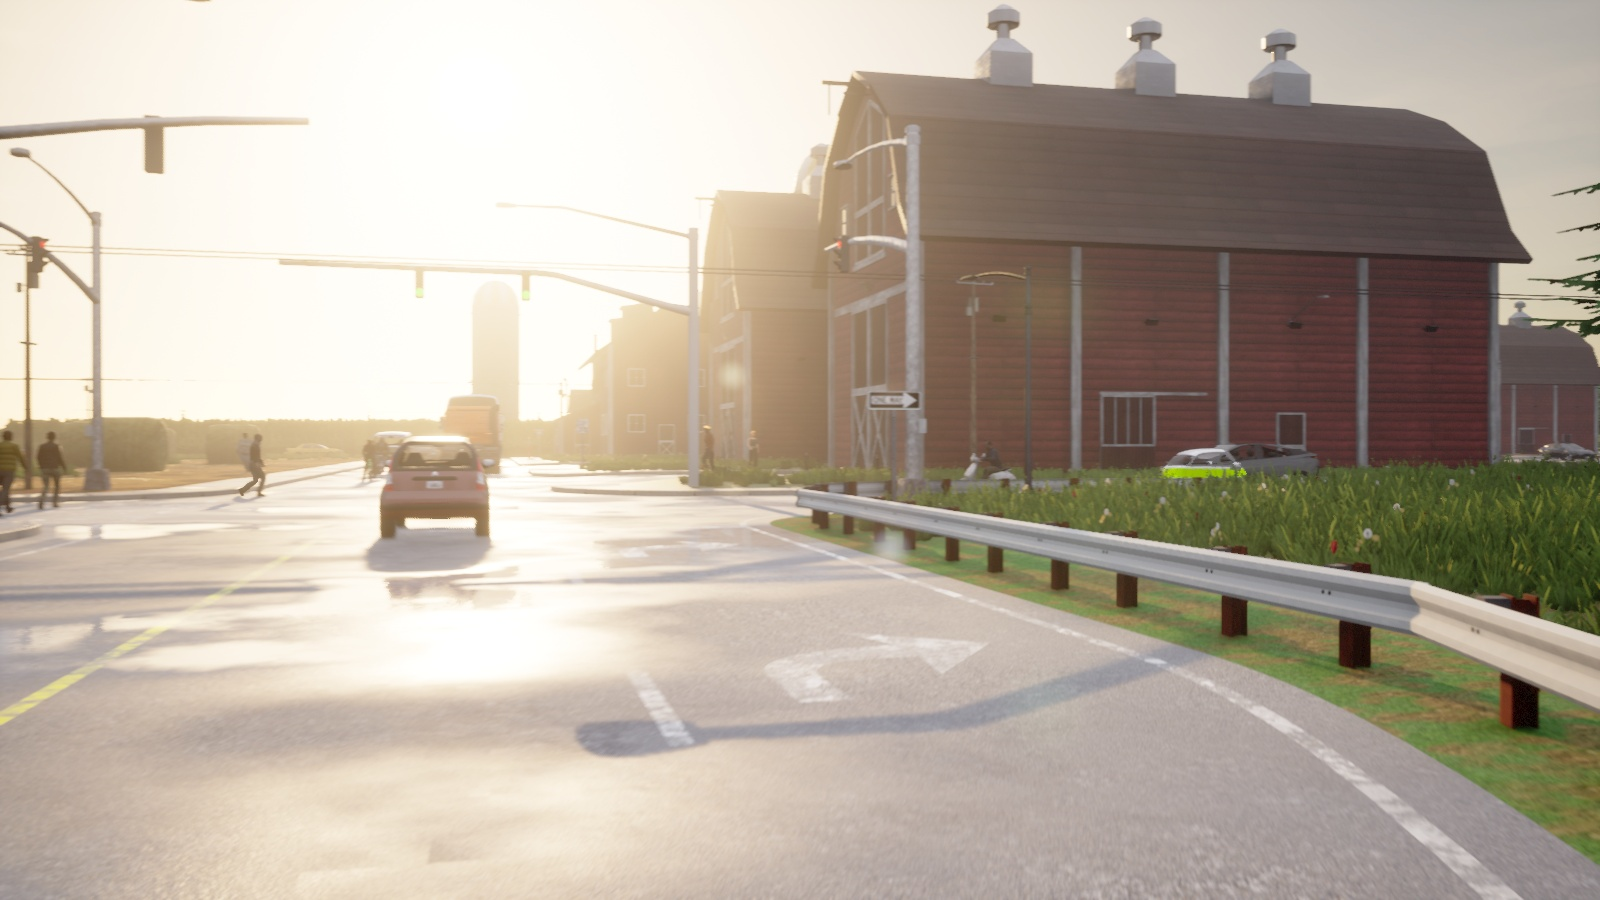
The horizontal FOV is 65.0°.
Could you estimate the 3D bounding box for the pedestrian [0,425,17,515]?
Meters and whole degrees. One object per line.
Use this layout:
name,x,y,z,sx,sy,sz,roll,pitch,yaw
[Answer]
pedestrian,-16.464,0.398,25.821,0.370,1.835,0.726,0,0,-10

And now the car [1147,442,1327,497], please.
car,12.582,0.527,36.266,4.514,1.525,2.007,0,0,-13

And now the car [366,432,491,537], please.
car,-6.229,0.515,21.402,1.851,1.617,3.988,0,0,-14

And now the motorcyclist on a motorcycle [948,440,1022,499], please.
motorcyclist on a motorcycle,5.080,0.535,34.532,1.817,1.590,0.866,0,0,-13

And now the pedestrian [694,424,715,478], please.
pedestrian,-3.305,0.034,43.442,0.636,1.846,0.331,0,0,-31

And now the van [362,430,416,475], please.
van,-19.186,0.112,58.741,2.069,2.038,4.480,0,0,-14

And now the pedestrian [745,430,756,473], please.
pedestrian,-2.131,0.075,53.720,0.345,1.836,0.594,0,0,-15

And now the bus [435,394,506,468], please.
bus,-20.358,-1.116,77.814,3.944,4.253,10.273,-1,0,-14

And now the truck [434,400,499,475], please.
truck,-16.394,-0.609,62.004,2.891,3.462,7.936,0,0,-14

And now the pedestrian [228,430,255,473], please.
pedestrian,-24.179,0.051,54.392,0.874,1.855,0.900,0,0,-12

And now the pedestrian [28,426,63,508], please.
pedestrian,-17.121,0.384,28.500,0.431,1.840,0.703,0,0,-9

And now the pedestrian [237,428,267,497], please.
pedestrian,-14.856,0.337,34.035,0.720,1.854,0.376,0,0,-21

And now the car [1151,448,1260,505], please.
car,10.375,0.656,32.170,2.207,1.376,1.481,0,0,-13
